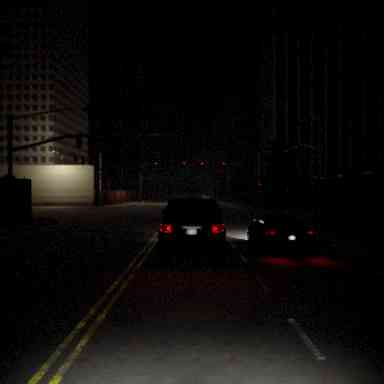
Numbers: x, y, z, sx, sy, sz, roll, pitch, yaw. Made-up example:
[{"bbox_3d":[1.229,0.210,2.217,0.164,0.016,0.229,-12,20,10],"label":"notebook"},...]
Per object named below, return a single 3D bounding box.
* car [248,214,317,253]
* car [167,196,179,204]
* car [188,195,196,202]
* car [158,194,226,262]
[{"bbox_3d":[3.534,1.578,13.664,1.994,1.385,4.181,0,0,1],"label":"car"},{"bbox_3d":[-3.563,1.612,64.686,2.033,1.411,5.357,0,0,0],"label":"car"},{"bbox_3d":[-0.065,1.437,78.488,1.837,1.490,4.892,0,0,0],"label":"car"},{"bbox_3d":[0.020,1.236,12.347,2.150,2.045,5.566,0,0,0],"label":"car"}]
